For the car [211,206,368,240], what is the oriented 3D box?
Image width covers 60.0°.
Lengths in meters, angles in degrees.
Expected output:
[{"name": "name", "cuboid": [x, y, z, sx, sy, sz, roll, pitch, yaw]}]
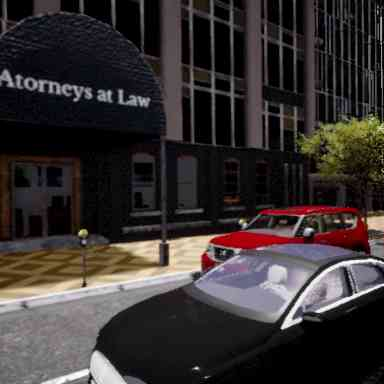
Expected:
[{"name": "car", "cuboid": [2.627, 1.326, 8.583, 5.009, 1.841, 2.192, 0, -1, -36]}]

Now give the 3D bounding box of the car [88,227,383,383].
[{"name": "car", "cuboid": [1.206, 1.497, 4.241, 4.902, 1.511, 2.128, 0, 0, -36]}]
